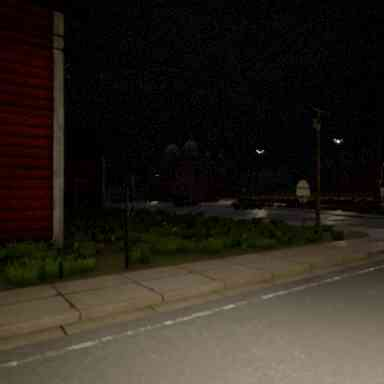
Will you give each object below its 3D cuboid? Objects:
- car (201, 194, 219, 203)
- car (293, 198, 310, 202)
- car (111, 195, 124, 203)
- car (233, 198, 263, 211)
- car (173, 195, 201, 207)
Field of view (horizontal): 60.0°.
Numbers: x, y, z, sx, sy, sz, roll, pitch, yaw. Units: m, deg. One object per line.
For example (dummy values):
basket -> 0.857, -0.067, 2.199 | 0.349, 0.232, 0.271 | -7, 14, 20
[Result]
car -> 3.536, 1.399, 69.364 | 4.605, 1.855, 1.932 | 0, 0, -36
car -> 16.949, 1.611, 51.323 | 3.905, 1.438, 1.784 | 0, 0, -36
car -> -15.436, 1.540, 72.855 | 4.611, 1.667, 2.242 | 0, 0, -36
car -> 7.267, 1.569, 42.767 | 4.193, 1.474, 1.816 | 0, 0, -36
car -> -1.149, 1.374, 53.315 | 3.866, 1.878, 1.905 | 0, 0, -36
